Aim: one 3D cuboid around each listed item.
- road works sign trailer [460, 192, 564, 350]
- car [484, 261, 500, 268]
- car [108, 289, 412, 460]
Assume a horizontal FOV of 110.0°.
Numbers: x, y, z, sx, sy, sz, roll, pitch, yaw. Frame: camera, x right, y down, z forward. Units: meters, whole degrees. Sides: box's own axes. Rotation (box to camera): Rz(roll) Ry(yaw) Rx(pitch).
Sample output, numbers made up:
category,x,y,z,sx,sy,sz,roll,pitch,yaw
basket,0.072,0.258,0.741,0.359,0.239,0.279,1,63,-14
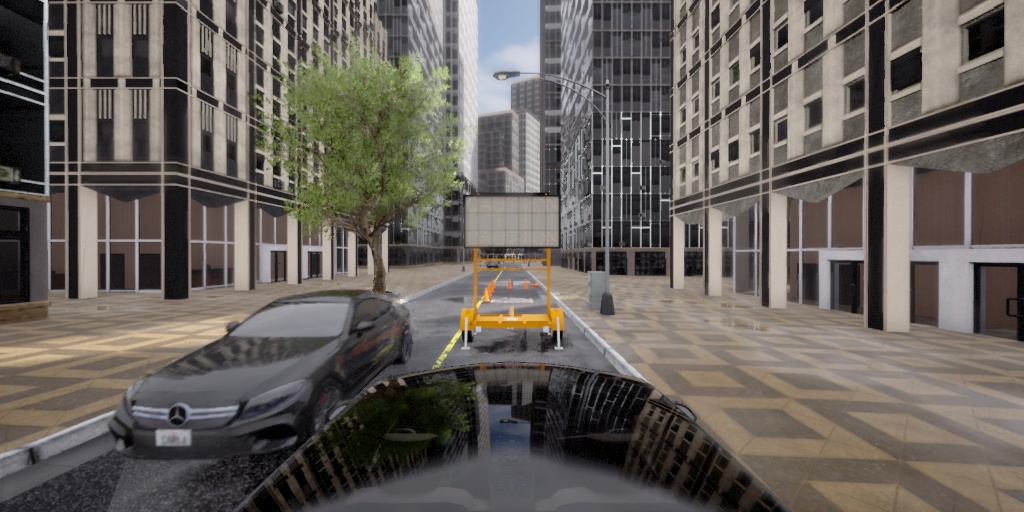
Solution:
category,x,y,z,sx,sy,sz,roll,pitch,yaw
road works sign trailer,0.006,0.213,9.066,2.380,3.560,2.880,0,0,0
car,-2.716,1.293,50.402,1.837,1.490,4.892,0,0,0
car,-2.847,1.275,5.348,1.812,1.442,4.674,0,0,0
